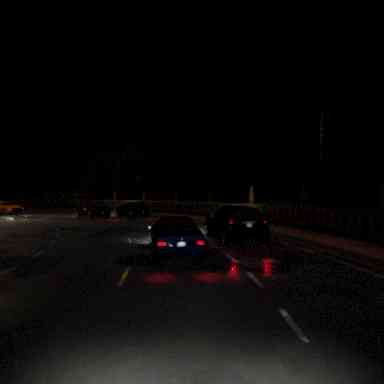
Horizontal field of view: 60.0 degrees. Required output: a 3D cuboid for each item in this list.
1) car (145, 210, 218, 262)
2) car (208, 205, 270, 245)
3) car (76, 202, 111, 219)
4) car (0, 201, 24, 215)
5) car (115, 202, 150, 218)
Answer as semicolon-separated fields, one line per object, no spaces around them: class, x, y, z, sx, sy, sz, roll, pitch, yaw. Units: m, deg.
car;-0.657;1.644;12.559;2.033;1.411;5.357;0;0;-8
car;2.030;1.477;16.441;2.097;1.767;4.553;0;0;-12
car;-9.688;1.724;32.364;1.882;1.535;5.008;1;-1;-39
car;-20.993;1.762;37.416;5.008;1.535;1.882;0;-1;31
car;-6.062;1.731;33.414;1.882;1.535;5.008;1;-1;-37
